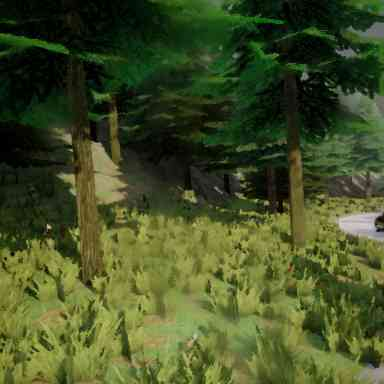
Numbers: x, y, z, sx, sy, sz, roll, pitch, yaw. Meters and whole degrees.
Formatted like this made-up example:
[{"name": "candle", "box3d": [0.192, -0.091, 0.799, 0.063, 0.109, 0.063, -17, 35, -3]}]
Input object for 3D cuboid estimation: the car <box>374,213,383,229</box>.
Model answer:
[{"name": "car", "box3d": [11.673, 1.697, 18.662, 1.994, 1.385, 4.181, -4, -2, 17]}]
